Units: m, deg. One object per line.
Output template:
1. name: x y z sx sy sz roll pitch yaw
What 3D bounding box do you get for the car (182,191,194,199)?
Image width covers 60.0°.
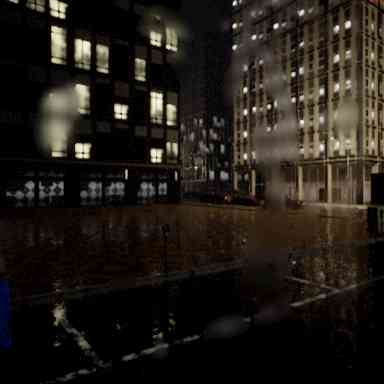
1. car: -0.087 0.498 59.862 1.947 1.339 4.313 1 1 -36

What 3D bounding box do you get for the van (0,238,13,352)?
1. van: -4.153 1.347 3.595 3.998 1.788 1.690 0 0 -36

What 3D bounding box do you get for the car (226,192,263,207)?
1. car: 6.161 0.992 36.811 1.802 1.307 4.206 1 1 -36

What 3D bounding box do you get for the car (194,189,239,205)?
1. car: 2.914 0.618 41.335 2.192 1.841 5.009 1 1 -36

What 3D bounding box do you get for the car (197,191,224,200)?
1. car: 3.070 0.561 55.472 1.752 1.417 4.829 1 1 -36

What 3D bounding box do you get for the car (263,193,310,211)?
1. car: 9.418 0.957 32.283 1.967 1.590 4.097 1 1 -36

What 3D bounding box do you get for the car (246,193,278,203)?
1. car: 9.677 0.836 46.277 1.802 1.307 4.206 1 1 -36
